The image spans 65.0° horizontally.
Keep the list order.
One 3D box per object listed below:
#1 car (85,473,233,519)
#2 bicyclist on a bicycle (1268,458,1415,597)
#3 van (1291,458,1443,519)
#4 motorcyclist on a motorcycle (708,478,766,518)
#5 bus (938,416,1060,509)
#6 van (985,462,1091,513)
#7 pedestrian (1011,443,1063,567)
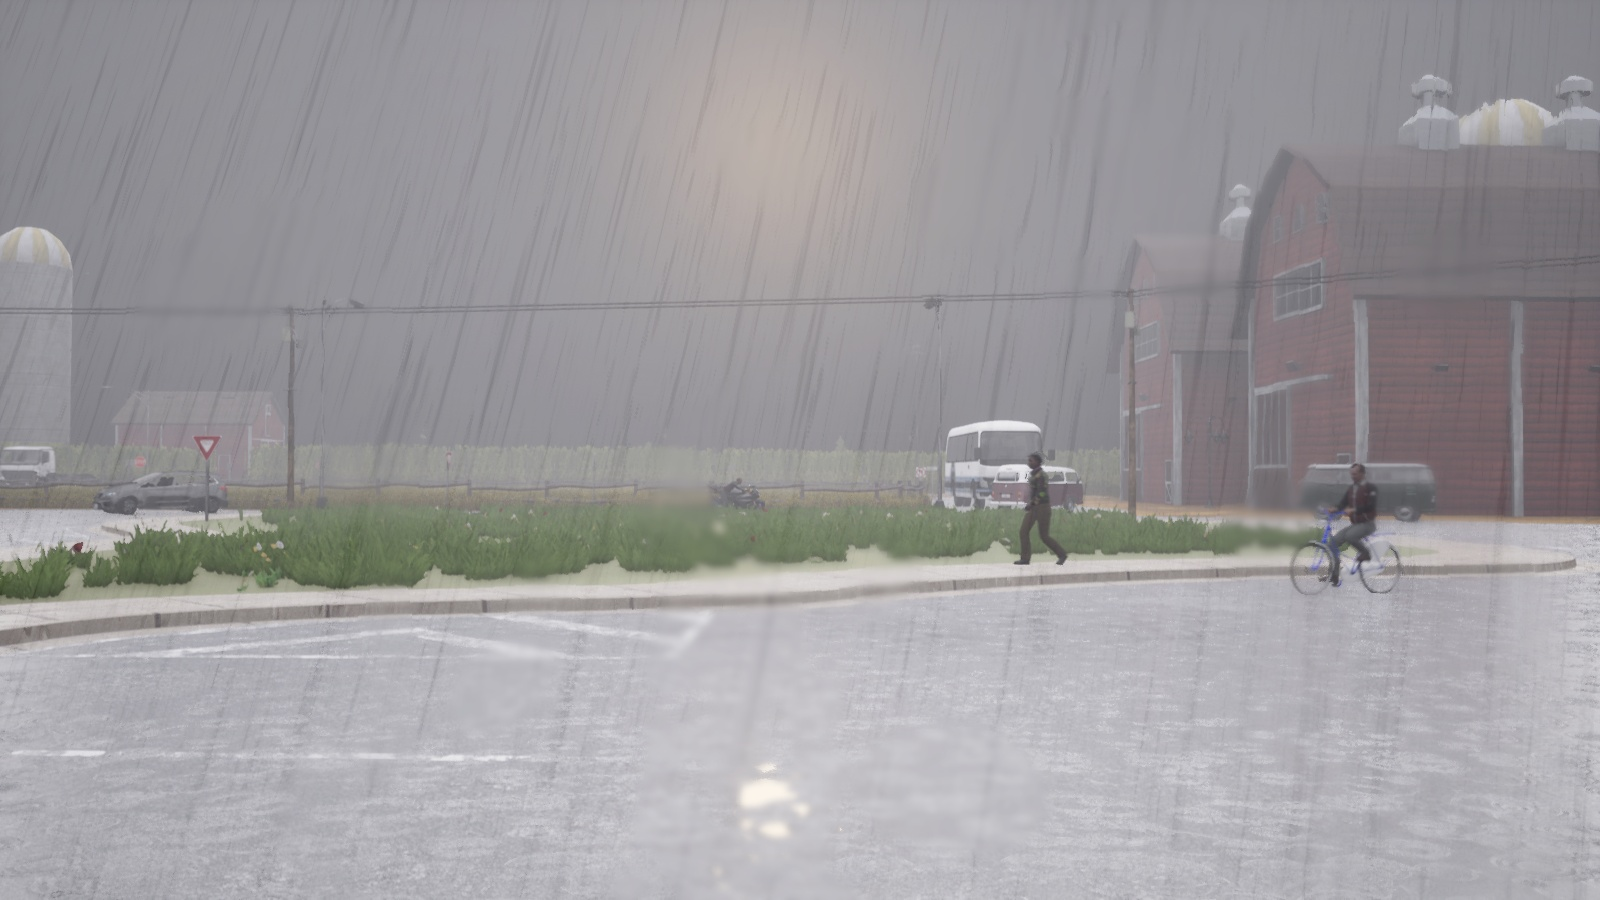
[{"bbox_3d":[-24.612,1.738,48.289,4.611,1.667,2.242,1,-2,-44],"label":"car"},{"bbox_3d":[7.184,0.998,16.660,1.843,1.776,0.659,0,0,-20],"label":"bicyclist on a bicycle"},{"bbox_3d":[19.316,1.295,42.843,4.442,1.987,1.775,-1,-2,34],"label":"van"},{"bbox_3d":[-2.397,1.834,48.066,2.191,1.530,0.866,0,-1,0],"label":"motorcyclist on a motorcycle"},{"bbox_3d":[9.647,0.661,62.325,3.944,4.253,10.273,0,-1,-3],"label":"bus"},{"bbox_3d":[9.931,1.552,52.319,4.480,2.038,2.069,1,-2,-43],"label":"van"},{"bbox_3d":[3.748,0.861,19.846,0.692,1.930,0.395,0,-1,-16],"label":"pedestrian"}]
